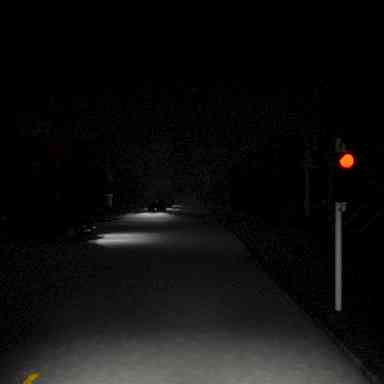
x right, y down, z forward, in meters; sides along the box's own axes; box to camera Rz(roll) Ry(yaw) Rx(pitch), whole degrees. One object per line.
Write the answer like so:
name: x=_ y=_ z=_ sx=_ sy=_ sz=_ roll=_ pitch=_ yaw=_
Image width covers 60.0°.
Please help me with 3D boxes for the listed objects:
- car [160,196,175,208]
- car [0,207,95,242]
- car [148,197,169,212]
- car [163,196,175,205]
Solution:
car: x=-4.087 y=1.352 z=48.387 sx=2.097 sy=1.767 sz=4.553 roll=0 pitch=0 yaw=0
car: x=-7.199 y=1.506 z=16.027 sx=4.892 sy=1.490 sz=1.837 roll=0 pitch=0 yaw=-5
car: x=-4.099 y=1.601 z=39.424 sx=1.895 sy=1.301 sz=4.718 roll=0 pitch=0 yaw=0
car: x=-4.054 y=1.525 z=58.541 sx=1.812 sy=1.442 sz=4.674 roll=0 pitch=0 yaw=0
